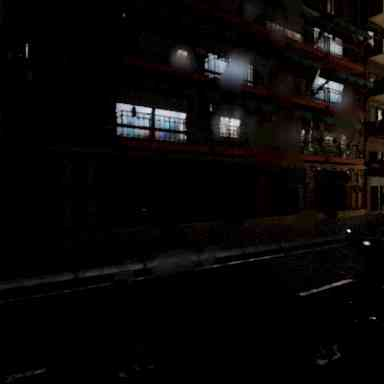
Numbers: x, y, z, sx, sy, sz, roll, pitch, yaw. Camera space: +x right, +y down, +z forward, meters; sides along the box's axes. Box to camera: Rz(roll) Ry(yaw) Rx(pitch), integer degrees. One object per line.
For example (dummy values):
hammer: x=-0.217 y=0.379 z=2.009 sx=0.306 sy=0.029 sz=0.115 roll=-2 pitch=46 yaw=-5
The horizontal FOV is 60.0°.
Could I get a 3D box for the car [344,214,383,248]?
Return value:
car: x=8.246 y=1.578 z=13.562 sx=4.718 sy=1.301 sz=1.895 roll=0 pitch=0 yaw=-35
